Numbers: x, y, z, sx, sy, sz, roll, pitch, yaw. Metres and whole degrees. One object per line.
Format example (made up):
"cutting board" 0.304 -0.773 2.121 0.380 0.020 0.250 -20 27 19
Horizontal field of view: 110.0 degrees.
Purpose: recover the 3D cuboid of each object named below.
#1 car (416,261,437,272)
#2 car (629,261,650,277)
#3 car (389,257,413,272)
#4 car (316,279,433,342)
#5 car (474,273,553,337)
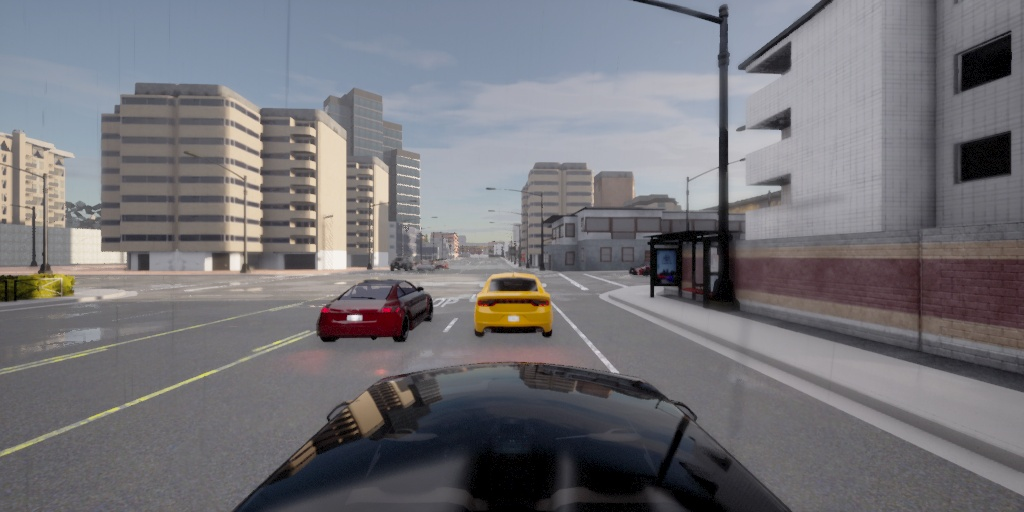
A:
"car" -12.318 1.540 51.108 1.895 1.301 4.718 0 -1 -3
"car" 12.429 1.076 31.238 4.181 1.385 1.994 -2 0 -5
"car" -15.845 1.169 51.513 2.150 2.045 5.566 0 -1 -3
"car" -3.455 1.314 9.794 1.994 1.385 4.181 0 0 -1
"car" 0.032 1.227 10.368 1.882 1.535 5.008 0 0 0
